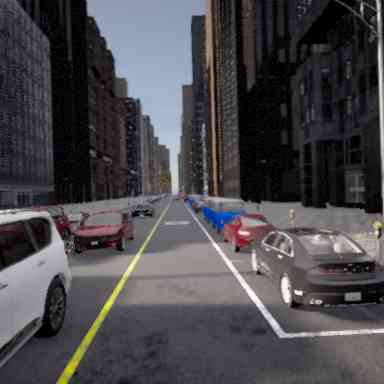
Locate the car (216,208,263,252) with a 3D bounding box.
[{"bbox_3d":[2.251,1.511,13.271,1.802,1.307,4.206,-2,0,-3],"label":"car"}]

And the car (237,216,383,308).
[{"bbox_3d":[2.516,1.473,7.599,2.008,1.369,4.403,-2,0,-3],"label":"car"}]

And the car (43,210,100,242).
[{"bbox_3d":[-6.526,1.779,18.541,1.802,1.307,4.206,-2,0,-3],"label":"car"}]

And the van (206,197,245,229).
[{"bbox_3d":[1.978,1.278,18.942,1.690,1.788,3.998,-2,0,-3],"label":"van"}]

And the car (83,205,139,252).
[{"bbox_3d":[-3.680,1.588,14.619,1.882,1.535,5.008,-2,0,-3],"label":"car"}]

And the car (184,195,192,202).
[{"bbox_3d":[-0.948,1.586,81.496,1.752,1.417,4.829,-2,0,-3],"label":"car"}]

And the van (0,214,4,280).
[{"bbox_3d":[-6.002,1.523,7.198,1.690,1.788,3.998,-2,0,-3],"label":"van"}]

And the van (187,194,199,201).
[{"bbox_3d":[0.649,1.332,47.298,1.690,1.788,3.998,-2,0,-3],"label":"van"}]

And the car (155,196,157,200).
[{"bbox_3d":[-8.919,1.862,69.581,1.947,1.339,4.313,-2,0,-3],"label":"car"}]

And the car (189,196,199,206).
[{"bbox_3d":[0.922,1.561,41.627,1.802,1.307,4.206,-2,0,-3],"label":"car"}]

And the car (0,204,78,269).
[{"bbox_3d":[-6.268,1.504,12.869,2.192,1.841,5.009,-2,0,-3],"label":"car"}]

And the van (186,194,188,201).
[{"bbox_3d":[0.383,1.343,52.970,1.690,1.788,3.998,-2,0,-3],"label":"van"}]

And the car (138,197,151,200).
[{"bbox_3d":[-8.122,1.812,52.568,2.008,1.369,4.403,-2,0,-3],"label":"car"}]

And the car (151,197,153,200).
[{"bbox_3d":[-8.391,1.713,58.239,1.967,1.590,4.097,-2,0,-3],"label":"car"}]

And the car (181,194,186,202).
[{"bbox_3d":[-0.681,1.363,75.655,2.192,1.841,5.009,-2,0,-3],"label":"car"}]

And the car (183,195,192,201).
[{"bbox_3d":[-1.208,1.514,86.998,1.967,1.590,4.097,-2,0,-3],"label":"car"}]

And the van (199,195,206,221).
[{"bbox_3d":[1.712,1.287,24.613,1.690,1.788,3.998,-2,0,-3],"label":"van"}]

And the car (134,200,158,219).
[{"bbox_3d":[-4.408,1.736,30.878,1.895,1.301,4.718,-2,0,-2],"label":"car"}]

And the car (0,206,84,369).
[{"bbox_3d":[-3.184,1.318,3.819,2.150,2.045,5.566,-2,0,-2],"label":"car"}]

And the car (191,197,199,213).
[{"bbox_3d":[1.188,1.549,35.955,1.802,1.307,4.206,-2,0,-3],"label":"car"}]

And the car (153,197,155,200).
[{"bbox_3d":[-8.646,1.810,63.740,1.752,1.417,4.829,-2,0,-3],"label":"car"}]

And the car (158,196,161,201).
[{"bbox_3d":[-9.716,1.878,86.594,1.887,1.381,4.507,-2,0,-3],"label":"car"}]

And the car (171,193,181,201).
[{"bbox_3d":[-4.193,1.702,91.799,2.033,1.411,5.357,-2,0,-3],"label":"car"}]
